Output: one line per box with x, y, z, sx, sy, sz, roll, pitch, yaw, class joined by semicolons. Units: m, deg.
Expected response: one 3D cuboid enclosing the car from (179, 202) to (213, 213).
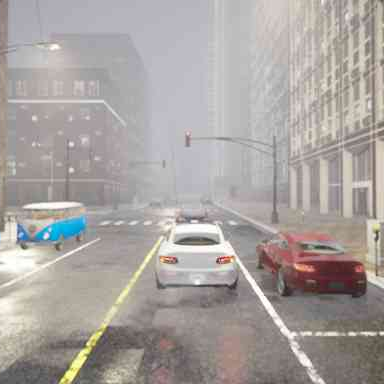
0.087;1.517;18.138;2.163;1.488;4.792;0;0;-1;car

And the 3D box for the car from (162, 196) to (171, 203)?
-5.637;1.630;74.485;1.802;1.307;4.206;1;0;0;car

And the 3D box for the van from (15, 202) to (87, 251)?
-5.753;1.351;13.951;1.690;1.788;3.998;1;0;0;van

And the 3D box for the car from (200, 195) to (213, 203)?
2.733;1.620;57.519;1.802;1.307;4.206;1;0;0;car

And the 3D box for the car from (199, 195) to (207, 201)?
2.749;1.605;85.792;2.008;1.369;4.403;1;0;0;car

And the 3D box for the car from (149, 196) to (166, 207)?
-5.649;1.585;51.867;2.008;1.369;4.403;1;0;0;car

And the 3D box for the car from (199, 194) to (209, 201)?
2.741;1.356;63.174;2.192;1.841;5.009;1;0;0;car

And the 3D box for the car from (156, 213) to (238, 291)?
0.111;1.532;8.918;1.812;1.442;4.674;0;0;0;car

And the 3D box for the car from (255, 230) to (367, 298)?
2.707;1.588;8.262;1.802;1.307;4.206;1;0;0;car

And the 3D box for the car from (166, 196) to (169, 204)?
-5.646;1.589;57.521;2.008;1.369;4.403;1;0;0;car

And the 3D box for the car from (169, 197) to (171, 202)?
-5.643;1.607;63.176;1.947;1.339;4.313;1;0;0;car

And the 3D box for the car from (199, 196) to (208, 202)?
2.746;1.633;80.138;1.802;1.307;4.206;1;0;0;car
